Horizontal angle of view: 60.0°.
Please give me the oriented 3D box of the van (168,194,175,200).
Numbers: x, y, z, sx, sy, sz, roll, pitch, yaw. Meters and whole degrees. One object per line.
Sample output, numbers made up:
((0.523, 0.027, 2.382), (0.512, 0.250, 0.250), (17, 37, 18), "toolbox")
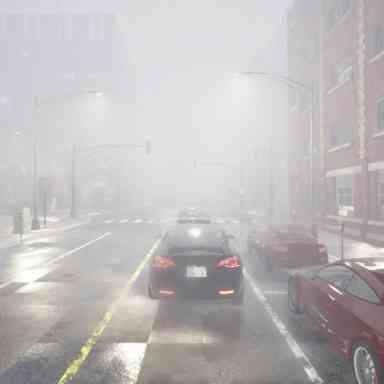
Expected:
((-5.866, 1.375, 93.561), (1.690, 1.788, 3.998), (1, 0, 0), "van")

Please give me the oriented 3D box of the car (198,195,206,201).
((2.522, 1.597, 87.887), (1.947, 1.339, 4.313), (1, 0, 0), "car")

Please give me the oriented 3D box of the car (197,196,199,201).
((2.534, 1.573, 82.236), (1.887, 1.381, 4.507), (1, 0, 0), "car")

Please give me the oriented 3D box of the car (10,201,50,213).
((-18.790, 1.730, 38.711), (4.313, 1.339, 1.947), (0, -1, 0), "car")

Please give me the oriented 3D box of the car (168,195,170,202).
((-5.812, 1.602, 65.300), (1.802, 1.307, 4.206), (1, 0, 0), "car")

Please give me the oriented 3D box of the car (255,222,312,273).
((2.816, 1.585, 10.372), (1.802, 1.307, 4.206), (1, 0, 0), "car")

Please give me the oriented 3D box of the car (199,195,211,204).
((2.580, 1.544, 59.796), (1.752, 1.417, 4.829), (1, 0, 0), "car")

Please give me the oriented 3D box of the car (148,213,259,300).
((0.083, 1.506, 8.414), (2.163, 1.488, 4.792), (0, 0, 0), "car")

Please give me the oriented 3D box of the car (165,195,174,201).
((-5.858, 1.582, 87.909), (2.008, 1.369, 4.403), (1, 0, 0), "car")

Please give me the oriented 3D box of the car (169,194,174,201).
((-5.835, 1.607, 76.604), (1.802, 1.307, 4.206), (1, 0, 0), "car")

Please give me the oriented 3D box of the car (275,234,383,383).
((2.658, 1.583, 4.716), (1.802, 1.307, 4.206), (1, 0, 0), "car")

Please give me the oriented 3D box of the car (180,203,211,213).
((0.065, 1.552, 17.686), (2.033, 1.411, 5.357), (0, 0, -1), "car")

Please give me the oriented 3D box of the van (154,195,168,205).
((-5.797, 1.359, 59.648), (1.690, 1.788, 3.998), (1, 0, 0), "van")
